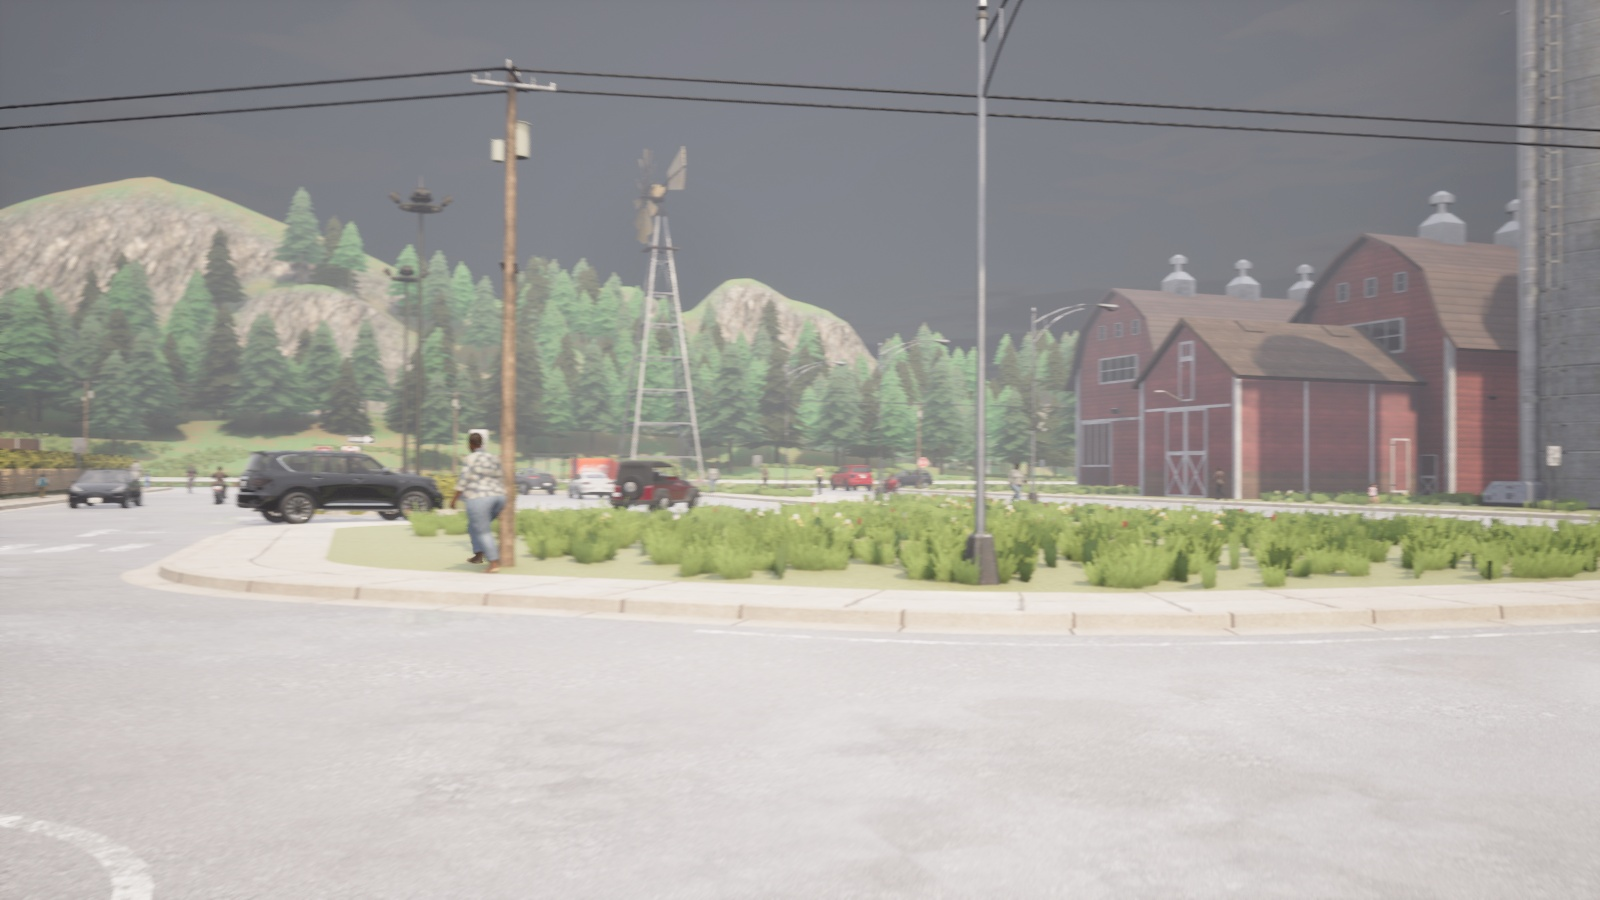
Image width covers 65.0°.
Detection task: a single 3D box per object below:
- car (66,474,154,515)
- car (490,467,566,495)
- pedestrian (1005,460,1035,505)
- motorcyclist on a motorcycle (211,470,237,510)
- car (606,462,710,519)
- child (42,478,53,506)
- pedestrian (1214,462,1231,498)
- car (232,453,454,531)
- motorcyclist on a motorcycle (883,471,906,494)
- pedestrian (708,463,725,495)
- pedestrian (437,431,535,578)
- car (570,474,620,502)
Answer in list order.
[{"bbox_3d":[-26.219,1.658,47.871,2.163,1.488,4.792,0,-1,-19],"label":"car"},{"bbox_3d":[-16.731,1.912,77.093,5.027,1.651,2.152,-1,-2,45],"label":"car"},{"bbox_3d":[9.201,1.337,52.510,0.874,1.855,0.900,0,-1,-21],"label":"pedestrian"},{"bbox_3d":[-24.431,1.697,53.313,0.766,1.649,2.350,0,-1,-19],"label":"motorcyclist on a motorcycle"},{"bbox_3d":[-4.861,1.348,43.444,1.905,1.878,3.866,0,-1,23],"label":"car"},{"bbox_3d":[-32.871,1.821,54.862,0.343,1.192,0.448,0,-1,-23],"label":"child"},{"bbox_3d":[21.536,1.510,63.959,0.328,1.805,0.869,0,-1,-20],"label":"pedestrian"},{"bbox_3d":[-12.957,1.155,35.827,5.566,2.045,2.150,1,-1,-39],"label":"car"},{"bbox_3d":[6.364,2.209,84.747,0.797,1.523,2.044,0,-1,-20],"label":"motorcyclist on a motorcycle"},{"bbox_3d":[-5.017,1.736,75.239,0.874,1.855,0.900,0,-1,-15],"label":"pedestrian"},{"bbox_3d":[-4.114,0.704,16.476,0.900,1.855,0.874,-1,-1,32],"label":"pedestrian"},{"bbox_3d":[-11.018,1.985,67.179,1.812,1.442,4.674,0,-1,-20],"label":"car"}]
